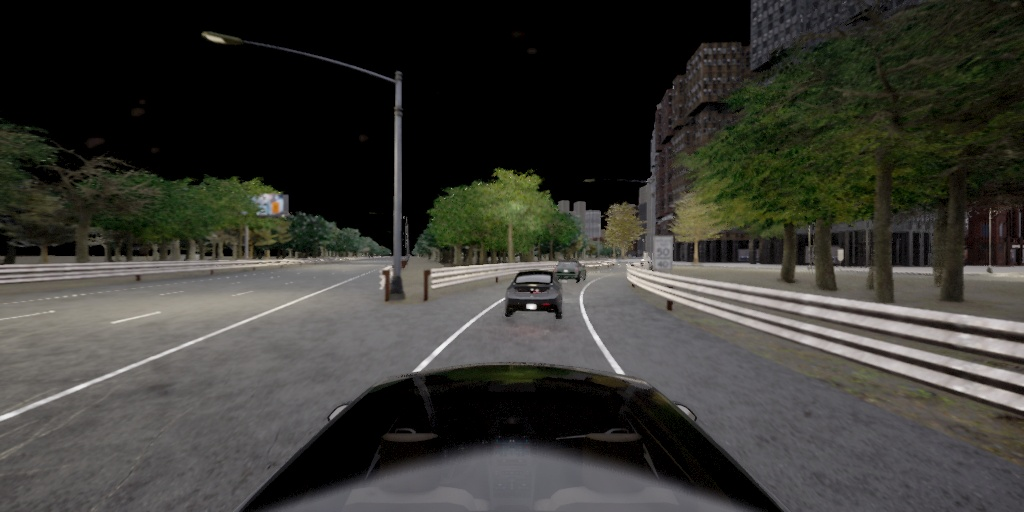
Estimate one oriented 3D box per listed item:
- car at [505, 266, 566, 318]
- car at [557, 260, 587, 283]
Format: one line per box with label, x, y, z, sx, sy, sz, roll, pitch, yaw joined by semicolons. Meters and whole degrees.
car;0.939;1.267;13.132;1.837;1.490;4.892;0;0;8
car;4.681;1.130;28.581;2.097;1.767;4.553;1;0;19
